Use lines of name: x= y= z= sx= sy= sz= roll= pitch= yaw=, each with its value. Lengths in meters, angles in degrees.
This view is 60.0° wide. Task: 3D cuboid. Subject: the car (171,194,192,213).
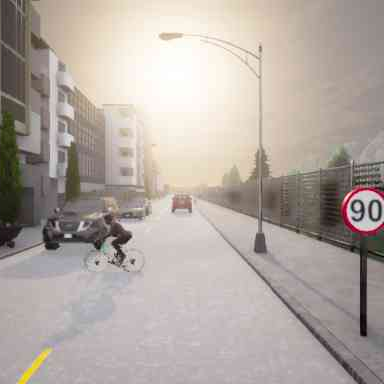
car: x=-1.153 y=1.223 z=37.981 sx=2.150 sy=2.045 sz=5.566 roll=0 pitch=0 yaw=-2

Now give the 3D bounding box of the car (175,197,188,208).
car: x=-1.562 y=1.478 z=49.241 sx=1.882 sy=1.535 sz=5.008 roll=0 pitch=0 yaw=-1

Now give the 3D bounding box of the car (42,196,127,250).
car: x=-4.540 y=1.222 z=14.668 sx=2.150 sy=2.045 sz=5.566 roll=0 pitch=0 yaw=-2

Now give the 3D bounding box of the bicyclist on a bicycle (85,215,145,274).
bicyclist on a bicycle: x=-2.132 y=1.451 z=9.164 sx=1.656 sy=1.620 sz=0.582 roll=-1 pitch=0 yaw=-2

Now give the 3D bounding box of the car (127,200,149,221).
car: x=-4.857 y=1.564 z=26.904 sx=1.994 sy=1.385 sz=4.181 roll=0 pitch=0 yaw=-2

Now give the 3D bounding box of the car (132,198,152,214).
car: x=-5.085 y=1.352 z=32.061 sx=2.097 sy=1.767 sz=4.553 roll=0 pitch=0 yaw=-1
